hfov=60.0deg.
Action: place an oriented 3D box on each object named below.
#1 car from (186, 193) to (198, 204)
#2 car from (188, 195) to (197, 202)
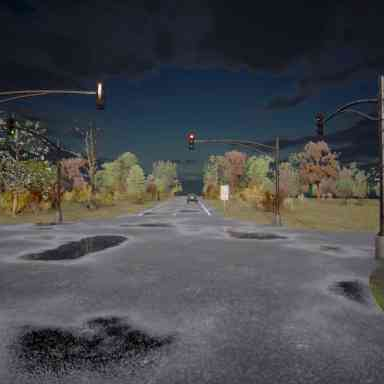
[{"bbox_3d":[0.023,1.292,67.681,2.150,2.045,5.566,0,0,0],"label":"car"},{"bbox_3d":[0.025,1.465,78.072,2.033,1.411,5.357,0,0,0],"label":"car"}]
